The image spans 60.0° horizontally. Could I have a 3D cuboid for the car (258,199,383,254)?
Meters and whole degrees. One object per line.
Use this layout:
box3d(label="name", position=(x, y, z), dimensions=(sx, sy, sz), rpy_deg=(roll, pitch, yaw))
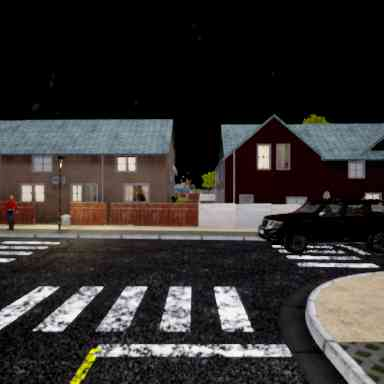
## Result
box3d(label="car", position=(5.552, 1.287, 13.501), dimensions=(5.566, 2.045, 2.150), rpy_deg=(1, 0, -5))

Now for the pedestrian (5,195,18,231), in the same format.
box3d(label="pedestrian", position=(-9.334, 1.050, 17.157), dimensions=(0.375, 1.860, 0.375), rpy_deg=(0, 0, 1))
